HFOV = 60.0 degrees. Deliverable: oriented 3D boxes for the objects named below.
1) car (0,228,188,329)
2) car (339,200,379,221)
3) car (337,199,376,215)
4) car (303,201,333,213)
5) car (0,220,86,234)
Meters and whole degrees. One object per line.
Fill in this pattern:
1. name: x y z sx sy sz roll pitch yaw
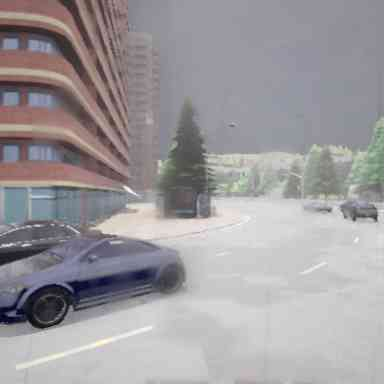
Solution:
1. car: -2.113 1.624 7.169 4.181 1.385 1.994 0 0 -41
2. car: 14.093 1.589 27.975 2.128 1.511 4.902 0 0 13
3. car: 18.416 1.609 37.552 1.882 1.535 5.008 0 0 -1
4. car: 14.927 1.766 39.793 1.895 1.301 4.718 0 0 -2
5. car: -4.843 1.594 9.371 4.892 1.490 1.837 0 0 -40
